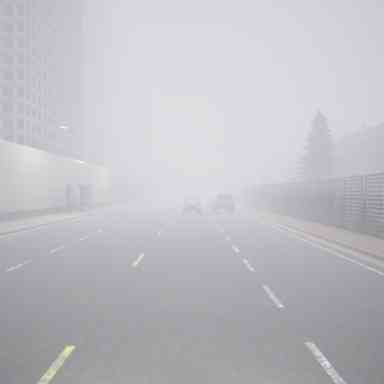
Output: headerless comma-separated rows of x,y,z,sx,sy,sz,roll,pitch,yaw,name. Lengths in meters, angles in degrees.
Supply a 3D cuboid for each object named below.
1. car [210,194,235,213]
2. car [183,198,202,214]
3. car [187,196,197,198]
3.505,1.221,37.293,2.150,2.045,5.566,0,0,1,car
0.041,1.601,35.173,1.895,1.301,4.718,0,0,0,car
-0.017,1.352,45.061,2.097,1.767,4.553,0,0,0,car
